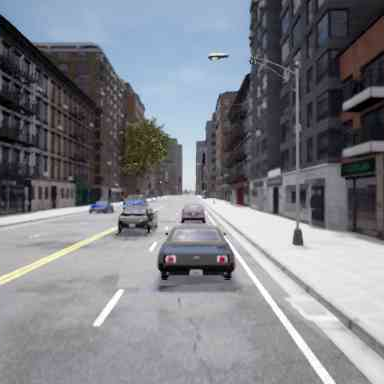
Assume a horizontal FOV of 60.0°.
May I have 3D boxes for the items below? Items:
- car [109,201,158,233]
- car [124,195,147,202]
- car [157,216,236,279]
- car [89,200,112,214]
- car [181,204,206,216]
[{"bbox_3d":[-3.144,1.540,19.907,2.128,1.511,4.902,0,0,0],"label":"car"},{"bbox_3d":[-6.574,1.327,38.765,2.150,2.045,5.566,0,0,0],"label":"car"},{"bbox_3d":[0.107,1.623,10.070,1.895,1.301,4.718,0,0,0],"label":"car"},{"bbox_3d":[-9.828,1.624,36.419,1.812,1.442,4.674,0,0,0],"label":"car"},{"bbox_3d":[0.106,1.613,25.882,2.033,1.411,5.357,0,0,0],"label":"car"}]
